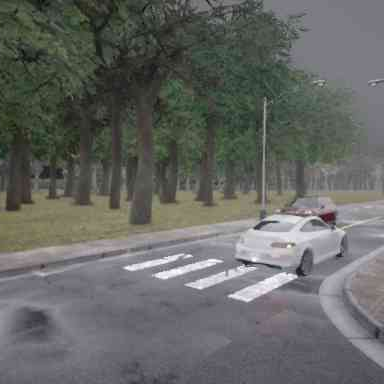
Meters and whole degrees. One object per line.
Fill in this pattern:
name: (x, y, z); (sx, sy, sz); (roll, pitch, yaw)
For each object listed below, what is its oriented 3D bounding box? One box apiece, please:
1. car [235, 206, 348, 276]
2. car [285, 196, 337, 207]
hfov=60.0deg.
car: (3.073, 1.365, 9.863); (1.812, 1.442, 4.674); (1, 2, 42)
car: (6.200, 1.016, 17.812); (2.097, 1.767, 4.553); (1, 2, 42)
